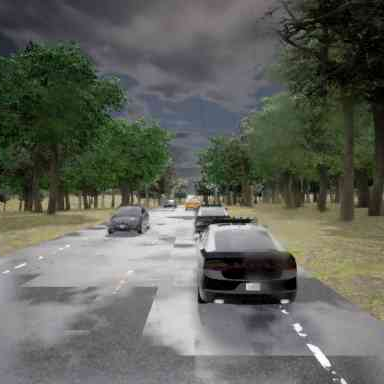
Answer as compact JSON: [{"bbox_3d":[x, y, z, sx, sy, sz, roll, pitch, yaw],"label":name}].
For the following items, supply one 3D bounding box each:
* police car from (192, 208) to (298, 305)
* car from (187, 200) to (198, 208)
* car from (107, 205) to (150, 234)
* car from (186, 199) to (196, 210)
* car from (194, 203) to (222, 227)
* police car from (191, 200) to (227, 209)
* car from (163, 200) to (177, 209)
[{"bbox_3d":[1.059,1.436,8.323,1.930,1.638,5.238,0,0,0],"label":"police car"},{"bbox_3d":[0.069,2.146,60.743,1.895,1.301,4.718,0,-1,0],"label":"car"},{"bbox_3d":[-3.577,1.560,19.505,1.837,1.490,4.892,0,0,0],"label":"car"},{"bbox_3d":[0.096,1.738,46.252,1.882,1.535,5.008,0,-1,1],"label":"car"},{"bbox_3d":[1.077,1.607,24.216,1.812,1.442,4.674,0,0,0],"label":"car"},{"bbox_3d":[1.071,1.474,18.326,1.930,1.638,5.238,0,0,0],"label":"police car"},{"bbox_3d":[-3.441,1.930,52.626,1.994,1.385,4.181,0,-1,0],"label":"car"}]
